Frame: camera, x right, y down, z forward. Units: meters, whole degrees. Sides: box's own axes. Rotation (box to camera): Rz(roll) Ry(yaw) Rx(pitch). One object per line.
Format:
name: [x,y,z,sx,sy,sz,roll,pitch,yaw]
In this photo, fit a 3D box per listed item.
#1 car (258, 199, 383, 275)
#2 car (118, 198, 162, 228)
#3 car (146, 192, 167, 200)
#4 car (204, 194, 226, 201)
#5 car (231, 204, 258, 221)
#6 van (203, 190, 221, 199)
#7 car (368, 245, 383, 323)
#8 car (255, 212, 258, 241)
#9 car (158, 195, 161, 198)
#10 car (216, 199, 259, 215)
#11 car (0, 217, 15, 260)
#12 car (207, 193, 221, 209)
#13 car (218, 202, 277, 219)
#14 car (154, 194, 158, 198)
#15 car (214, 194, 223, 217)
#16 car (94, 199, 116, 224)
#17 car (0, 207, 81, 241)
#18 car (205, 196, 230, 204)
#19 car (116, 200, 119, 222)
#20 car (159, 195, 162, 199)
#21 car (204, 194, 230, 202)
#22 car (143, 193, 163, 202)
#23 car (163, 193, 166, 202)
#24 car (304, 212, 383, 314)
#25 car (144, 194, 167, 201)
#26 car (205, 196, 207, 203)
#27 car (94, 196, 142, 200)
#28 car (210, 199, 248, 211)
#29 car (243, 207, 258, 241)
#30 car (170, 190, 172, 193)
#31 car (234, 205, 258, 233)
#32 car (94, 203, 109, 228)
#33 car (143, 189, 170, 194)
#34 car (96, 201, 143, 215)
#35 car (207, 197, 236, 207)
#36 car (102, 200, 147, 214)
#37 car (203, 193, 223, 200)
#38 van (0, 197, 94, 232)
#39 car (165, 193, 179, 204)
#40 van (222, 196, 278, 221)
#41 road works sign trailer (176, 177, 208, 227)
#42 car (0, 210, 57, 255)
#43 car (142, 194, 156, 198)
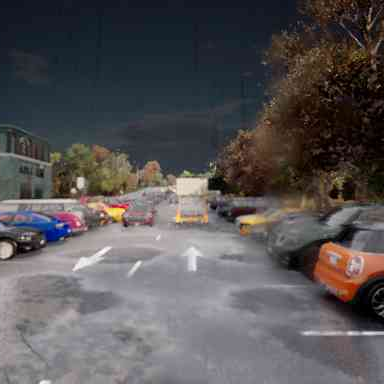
car: [5.008,1.313,9.591,5.566,2.045,2.435,0,0,0]
car: [-3.604,1.550,24.072,2.097,1.767,4.553,0,0,0]
car: [-8.032,0.973,76.400,4.553,1.767,2.185,0,2,0]
car: [5.046,1.236,73.694,4.792,1.488,2.163,0,2,0]
car: [5.036,1.692,20.729,4.674,1.452,2.002,0,0,0]
van: [4.889,0.638,82.047,4.442,1.987,1.878,-1,2,0]
car: [5.041,1.556,4.019,4.674,1.452,2.002,0,0,0]
car: [5.064,1.616,12.376,4.792,1.488,2.163,0,0,0]
car: [-8.027,1.730,54.115,4.792,1.488,2.163,0,1,0]
car: [5.060,1.649,37.563,4.553,1.767,2.185,0,0,0]
car: [-8.041,1.603,9.558,4.674,1.452,2.002,0,0,0]
car: [5.055,1.531,43.144,5.566,2.045,2.435,0,0,0]
car: [5.215,1.734,31.869,5.366,1.575,1.946,0,0,0]
car: [-8.024,1.609,51.326,4.553,1.767,2.185,0,1,0]
car: [5.003,1.464,29.086,5.566,2.045,2.435,0,0,0]
car: [-8.079,1.548,23.601,4.553,1.767,2.185,0,0,0]
car: [-8.040,1.608,15.125,5.008,1.535,2.097,0,0,0]
car: [4.991,1.505,65.455,4.792,1.488,2.163,0,2,0]
car: [-8.054,1.715,29.042,5.008,1.535,2.097,0,0,0]
car: [-8.086,1.688,56.902,4.792,1.488,2.163,0,1,0]
car: [5.204,1.304,70.903,5.366,1.575,1.946,0,2,0]
car: [-8.089,1.482,59.686,4.553,1.767,2.185,0,1,0]
car: [-8.089,1.510,65.270,4.792,1.488,2.163,0,1,0]
car: [5.006,1.414,6.806,4.553,1.767,2.185,0,0,0]
car: [-8.068,1.208,73.628,5.008,1.535,2.097,0,2,0]
car: [4.840,1.754,48.722,5.366,1.575,1.946,0,0,0]
car: [-8.021,1.485,31.827,5.566,2.045,2.435,0,0,0]
car: [5.031,1.774,45.933,5.008,1.535,2.097,0,0,0]
car: [5.042,1.609,15.159,4.892,1.521,2.231,0,0,0]
car: [-8.094,0.894,81.971,4.792,1.488,2.163,0,2,0]
car: [5.040,1.630,17.944,5.008,1.535,2.097,0,0,0]
car: [-8.040,1.653,20.692,4.892,1.521,2.231,0,0,0]
car: [-8.033,1.058,70.827,5.566,2.045,2.435,0,2,0]
car: [-8.081,1.803,37.393,4.792,1.488,2.163,0,0,0]
car: [5.017,1.659,56.957,4.892,1.521,2.231,0,1,0]
car: [-8.057,1.782,40.181,5.008,1.535,2.097,0,0,0]
car: [5.019,1.014,79.387,4.674,1.452,2.002,0,2,0]
van: [-7.929,1.404,17.910,4.442,1.987,1.878,0,0,0]
car: [-3.530,1.491,65.576,2.128,1.511,4.902,0,2,0]
van: [4.915,1.469,26.300,4.442,1.987,1.878,0,0,0]
road works sign trailer: [-0.008,0.664,24.394,2.380,3.560,2.880,0,0,0]
car: [-8.049,1.585,12.342,5.008,1.535,2.097,0,0,0]
car: [-8.024,1.633,48.546,4.553,1.767,2.185,0,0,0]
